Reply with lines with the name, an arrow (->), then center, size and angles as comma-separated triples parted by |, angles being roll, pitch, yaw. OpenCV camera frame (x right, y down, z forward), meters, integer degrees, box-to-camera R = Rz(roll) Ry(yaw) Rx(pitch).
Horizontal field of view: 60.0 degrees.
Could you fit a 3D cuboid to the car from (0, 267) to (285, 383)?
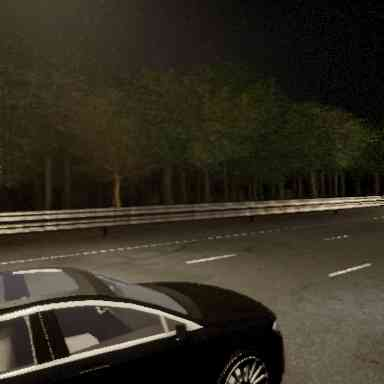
car -> -1.215, 1.484, 3.001 | 4.902, 1.511, 2.128 | -1, 1, -35
